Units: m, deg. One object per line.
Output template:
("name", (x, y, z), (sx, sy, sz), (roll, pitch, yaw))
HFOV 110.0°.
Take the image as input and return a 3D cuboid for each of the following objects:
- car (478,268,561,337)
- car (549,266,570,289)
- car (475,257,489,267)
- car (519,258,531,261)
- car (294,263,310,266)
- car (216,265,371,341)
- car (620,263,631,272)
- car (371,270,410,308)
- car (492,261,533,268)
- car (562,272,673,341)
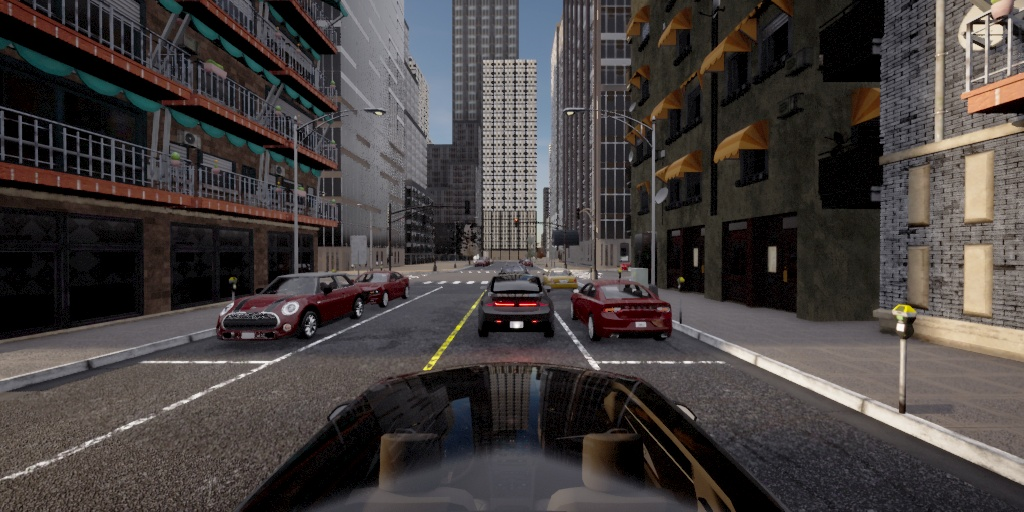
("car", (0.106, 1.253, 10.253), (1.837, 1.490, 4.892), (0, 0, 0))
("car", (2.704, 1.273, 20.919), (1.751, 1.417, 4.829), (0, 0, 0))
("car", (-5.644, 1.291, 64.282), (1.888, 1.381, 4.507), (0, 0, 0))
("car", (2.736, 1.186, 64.275), (1.967, 1.591, 4.097), (0, 0, 0))
("car", (-23.806, 1.494, 39.590), (4.097, 1.591, 1.967), (0, 0, 0))
("car", (-5.686, 1.188, 9.722), (1.967, 1.591, 4.097), (0, 0, 0))
("car", (14.291, 1.005, 39.882), (4.507, 1.381, 1.888), (0, 0, 0))
("car", (-5.682, 1.293, 15.246), (1.888, 1.381, 4.507), (0, 0, 0))
("car", (0.113, 1.239, 20.386), (2.128, 1.511, 4.902), (0, 0, 0))
("car", (2.696, 1.294, 9.702), (1.888, 1.381, 4.507), (0, 0, 0))
